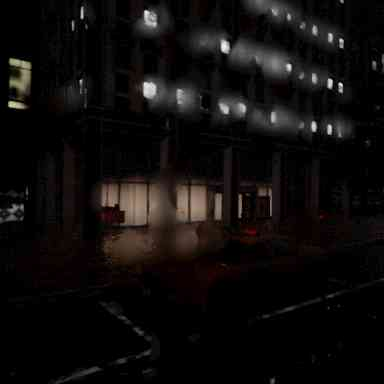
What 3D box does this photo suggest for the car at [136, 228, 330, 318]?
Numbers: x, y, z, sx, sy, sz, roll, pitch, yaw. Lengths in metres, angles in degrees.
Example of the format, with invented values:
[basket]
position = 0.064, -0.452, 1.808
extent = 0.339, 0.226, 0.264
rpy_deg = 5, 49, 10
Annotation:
[car]
position = 1.152, 1.541, 7.450
extent = 4.829, 1.417, 1.752
rpy_deg = 0, 1, -35
